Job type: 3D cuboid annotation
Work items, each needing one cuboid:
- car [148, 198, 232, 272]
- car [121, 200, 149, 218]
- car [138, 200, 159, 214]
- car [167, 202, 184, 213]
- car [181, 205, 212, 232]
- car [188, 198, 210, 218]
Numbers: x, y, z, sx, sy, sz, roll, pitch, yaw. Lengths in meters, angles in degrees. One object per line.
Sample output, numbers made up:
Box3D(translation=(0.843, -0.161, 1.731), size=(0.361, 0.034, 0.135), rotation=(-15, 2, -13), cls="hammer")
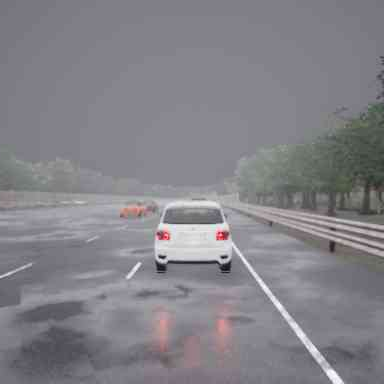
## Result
Box3D(translation=(0.060, 1.316, 11.212), size=(2.150, 2.045, 5.566), rotation=(0, -1, 1), cls="car")
Box3D(translation=(-6.113, 1.773, 35.596), size=(2.097, 1.767, 4.553), rotation=(0, -1, 2), cls="car")
Box3D(translation=(-5.790, 1.936, 45.105), size=(2.097, 1.767, 4.553), rotation=(0, -1, 2), cls="car")
Box3D(translation=(-2.225, 2.179, 47.049), size=(2.033, 1.411, 5.357), rotation=(0, -1, 2), cls="car")
Box3D(translation=(0.345, 1.703, 22.961), size=(1.882, 1.535, 5.008), rotation=(0, -1, 2), cls="car")
Box3D(translation=(0.804, 1.654, 36.046), size=(2.150, 2.045, 5.566), rotation=(0, -1, 2), cls="car")
